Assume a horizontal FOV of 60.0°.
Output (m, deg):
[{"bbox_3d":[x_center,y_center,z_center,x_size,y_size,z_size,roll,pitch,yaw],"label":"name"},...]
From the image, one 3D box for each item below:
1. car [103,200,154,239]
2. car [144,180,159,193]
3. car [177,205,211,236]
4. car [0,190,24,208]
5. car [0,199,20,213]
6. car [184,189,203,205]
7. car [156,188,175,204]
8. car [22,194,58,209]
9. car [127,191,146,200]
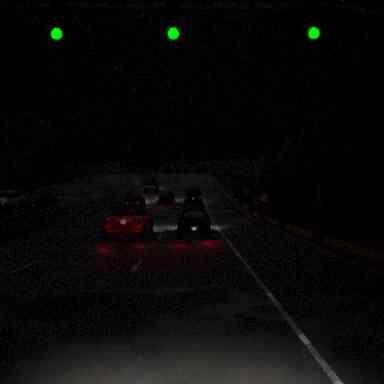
[{"bbox_3d":[-3.394,1.525,18.546,2.097,1.767,4.553,0,-1,0],"label":"car"},{"bbox_3d":[-6.840,-0.989,56.622,2.150,2.045,5.566,0,7,0],"label":"car"},{"bbox_3d":[0.106,1.708,19.474,1.812,1.442,4.674,0,0,0],"label":"car"},{"bbox_3d":[-21.011,0.924,37.521,2.150,2.045,5.566,0,3,1],"label":"car"},{"bbox_3d":[-17.546,1.655,28.711,2.033,1.411,5.357,0,2,1],"label":"car"},{"bbox_3d":[0.172,0.631,41.480,2.150,2.045,5.566,0,5,0],"label":"car"},{"bbox_3d":[-3.313,0.677,43.879,1.882,1.535,5.008,0,5,0],"label":"car"},{"bbox_3d":[-17.497,1.097,39.127,1.837,1.490,4.892,0,4,1],"label":"car"},{"bbox_3d":[-6.833,1.085,40.551,1.895,1.301,4.718,0,4,0],"label":"car"}]
